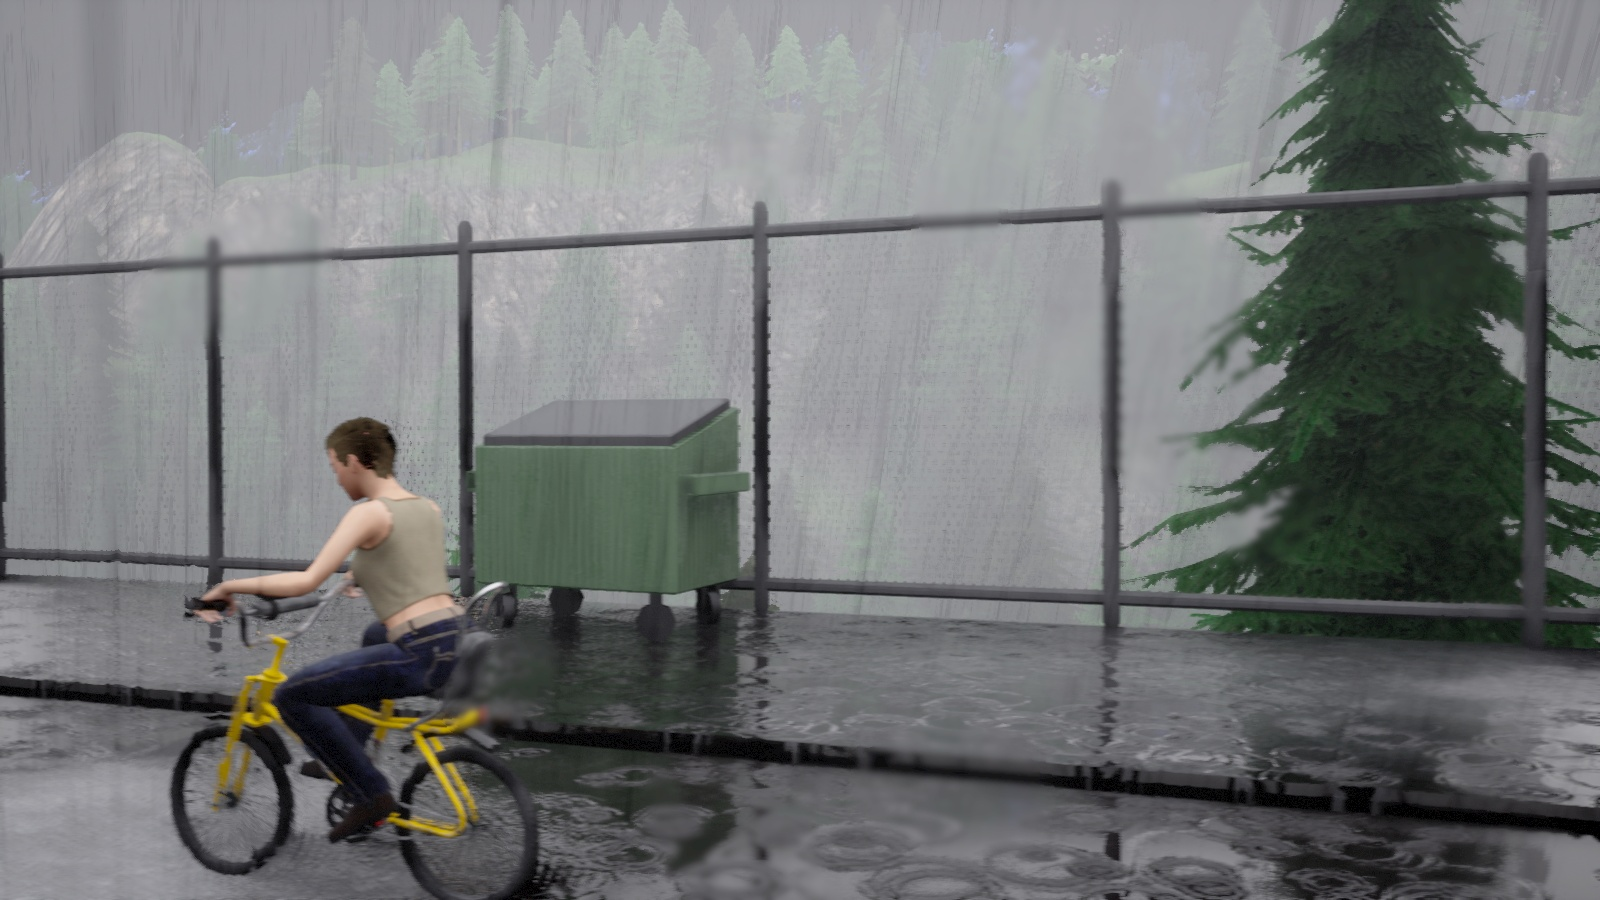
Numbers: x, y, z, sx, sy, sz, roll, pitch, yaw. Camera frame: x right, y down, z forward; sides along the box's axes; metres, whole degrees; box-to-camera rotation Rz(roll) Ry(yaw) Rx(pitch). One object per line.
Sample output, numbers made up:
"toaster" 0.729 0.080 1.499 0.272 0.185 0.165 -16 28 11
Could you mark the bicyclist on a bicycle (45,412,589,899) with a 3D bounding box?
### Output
"bicyclist on a bicycle" -1.599 0.683 4.255 1.509 1.612 0.866 1 1 19
